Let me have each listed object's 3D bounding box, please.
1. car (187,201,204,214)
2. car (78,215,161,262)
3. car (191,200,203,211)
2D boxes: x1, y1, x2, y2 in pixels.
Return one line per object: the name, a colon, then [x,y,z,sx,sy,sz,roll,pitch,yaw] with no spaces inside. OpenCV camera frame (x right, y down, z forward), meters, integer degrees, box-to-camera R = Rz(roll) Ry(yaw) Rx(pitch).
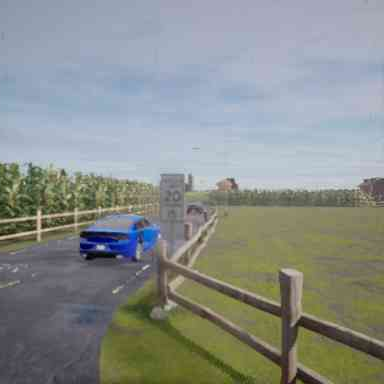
car: [0.352,2.039,43.631,1.837,1.490,4.892,1,-1,4]
car: [-2.524,1.606,12.784,1.882,1.535,5.008,1,-1,7]
car: [0.783,2.161,53.796,1.837,1.490,4.892,1,-1,1]
